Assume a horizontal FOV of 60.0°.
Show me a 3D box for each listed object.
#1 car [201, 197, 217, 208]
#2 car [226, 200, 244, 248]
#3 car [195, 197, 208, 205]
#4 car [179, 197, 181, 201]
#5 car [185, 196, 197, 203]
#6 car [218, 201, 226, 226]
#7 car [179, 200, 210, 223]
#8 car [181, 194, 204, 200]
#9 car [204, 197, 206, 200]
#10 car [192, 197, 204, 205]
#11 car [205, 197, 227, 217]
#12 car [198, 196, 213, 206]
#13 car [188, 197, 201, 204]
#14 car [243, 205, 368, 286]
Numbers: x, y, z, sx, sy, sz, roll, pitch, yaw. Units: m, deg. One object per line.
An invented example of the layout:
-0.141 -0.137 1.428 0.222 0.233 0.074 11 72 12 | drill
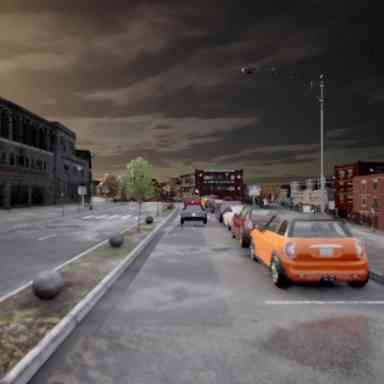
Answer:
2.652 1.668 53.792 2.097 1.535 5.008 0 -1 -2 | car
3.000 1.369 15.071 2.185 1.767 4.553 0 0 0 | car
1.809 1.798 65.011 2.163 1.488 4.792 0 0 -5 | car
-1.238 1.780 86.984 2.435 2.045 5.566 0 -1 -10 | car
-0.300 1.813 81.451 2.185 1.767 4.553 0 -1 -9 | car
3.000 1.547 20.747 2.002 1.452 4.674 0 0 0 | car
0.119 1.596 25.771 1.994 1.385 4.181 0 0 0 | car
0.058 1.314 42.672 2.150 2.045 5.566 0 0 -1 | car
2.883 1.658 48.248 2.002 1.452 4.674 0 0 -1 | car
1.227 1.858 70.499 2.002 1.452 4.674 0 -1 -6 | car
3.003 1.548 37.181 2.231 1.521 4.892 0 0 0 | car
2.305 1.592 59.306 2.185 1.767 4.553 0 -1 -4 | car
0.540 1.869 75.877 2.231 1.521 4.892 0 -1 -7 | car
2.999 1.361 9.550 2.185 1.767 4.553 0 0 0 | car
